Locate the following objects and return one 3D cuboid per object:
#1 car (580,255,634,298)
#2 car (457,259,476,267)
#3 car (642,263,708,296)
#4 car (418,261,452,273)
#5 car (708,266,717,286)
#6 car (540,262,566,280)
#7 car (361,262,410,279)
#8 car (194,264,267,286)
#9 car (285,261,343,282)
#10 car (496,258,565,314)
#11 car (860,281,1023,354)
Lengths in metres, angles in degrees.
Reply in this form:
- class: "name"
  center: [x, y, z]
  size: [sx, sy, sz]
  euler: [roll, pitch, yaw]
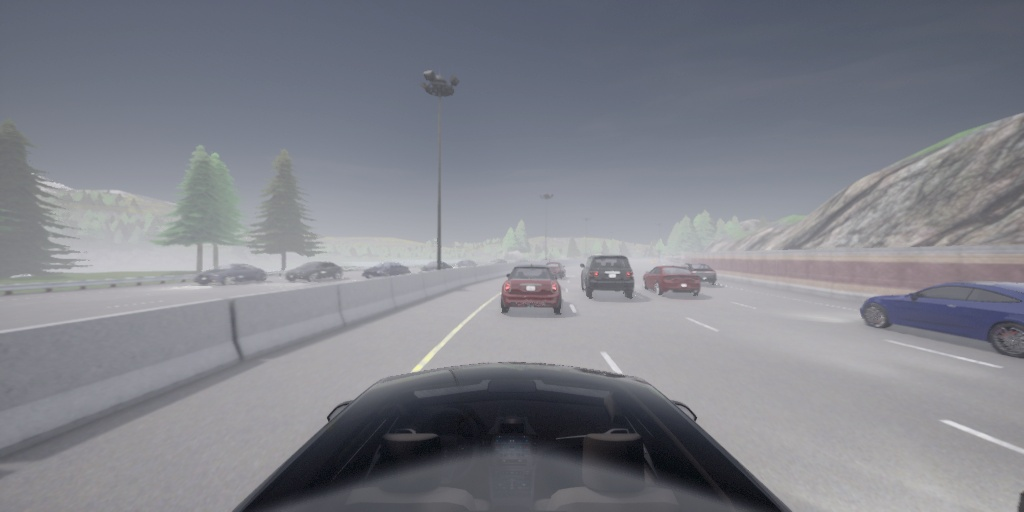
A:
- class: "car"
  center: [4.808, 0.972, 18.599]
  size: [2.150, 2.045, 5.566]
  euler: [0, 0, 7]
- class: "car"
  center: [-8.169, 1.239, 64.321]
  size: [1.994, 1.385, 4.181]
  euler: [0, 0, 22]
- class: "car"
  center: [8.474, 1.239, 19.455]
  size: [1.882, 1.535, 5.008]
  euler: [0, 0, 8]
- class: "car"
  center: [-7.012, 1.230, 33.199]
  size: [1.812, 1.442, 4.674]
  euler: [0, 0, 13]
- class: "car"
  center: [13.103, 1.261, 25.921]
  size: [2.128, 1.511, 4.902]
  euler: [0, 0, 11]
- class: "car"
  center: [3.808, 1.262, 32.674]
  size: [1.812, 1.442, 4.674]
  euler: [0, 0, 13]
- class: "car"
  center: [-10.961, 1.242, 31.618]
  size: [2.033, 1.411, 5.357]
  euler: [0, 0, 11]
- class: "car"
  center: [-19.220, 1.239, 24.687]
  size: [1.994, 1.385, 4.181]
  euler: [0, 0, 9]
- class: "car"
  center: [-15.198, 1.190, 27.787]
  size: [1.837, 1.490, 4.892]
  euler: [0, 0, 10]
- class: "car"
  center: [0.815, 1.095, 14.066]
  size: [2.097, 1.767, 4.553]
  euler: [0, 0, 5]
- class: "car"
  center: [10.883, 1.303, 8.357]
  size: [1.812, 1.442, 4.674]
  euler: [0, 0, 3]
